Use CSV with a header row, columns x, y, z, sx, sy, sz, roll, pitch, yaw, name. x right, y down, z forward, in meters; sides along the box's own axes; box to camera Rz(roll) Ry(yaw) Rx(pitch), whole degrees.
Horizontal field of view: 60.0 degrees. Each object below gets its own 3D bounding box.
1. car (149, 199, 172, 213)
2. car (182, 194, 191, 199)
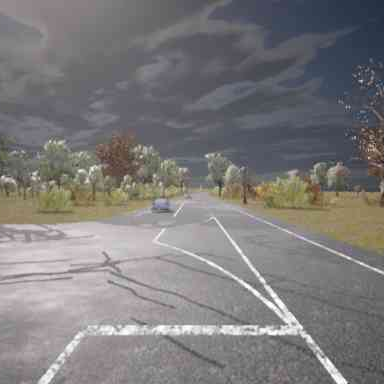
x,y,z,sx,sy,sz,roll,pitch,yaw,name
-3.343,1.457,36.253,1.812,1.442,4.674,0,0,0,car
-1.551,1.269,92.792,2.128,1.511,4.902,0,0,8,car
